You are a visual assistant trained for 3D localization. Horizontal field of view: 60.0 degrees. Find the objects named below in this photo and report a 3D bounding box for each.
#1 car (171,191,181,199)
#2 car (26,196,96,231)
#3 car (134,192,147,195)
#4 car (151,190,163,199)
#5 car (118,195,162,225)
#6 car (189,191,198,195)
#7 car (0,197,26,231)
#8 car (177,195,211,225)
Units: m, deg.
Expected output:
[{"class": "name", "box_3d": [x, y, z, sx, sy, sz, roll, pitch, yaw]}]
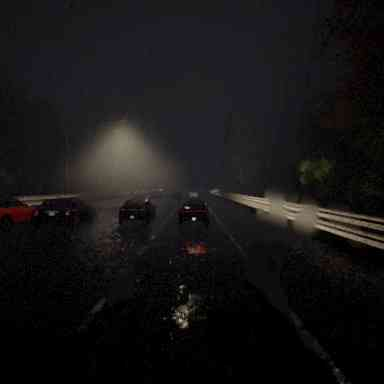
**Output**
[{"class": "car", "box_3d": [-3.141, 0.603, 64.727, 2.033, 1.411, 5.357, 0, 1, 0]}, {"class": "car", "box_3d": [-6.898, 1.078, 18.498, 2.097, 1.767, 4.553, 0, 1, 0]}, {"class": "car", "box_3d": [-10.135, 0.643, 65.753, 1.895, 1.301, 4.718, 0, 1, 0]}, {"class": "car", "box_3d": [-6.656, 0.429, 63.344, 2.097, 1.767, 4.553, 0, 1, 0]}, {"class": "car", "box_3d": [-3.388, 1.178, 21.295, 2.128, 1.511, 4.902, 0, 1, 0]}, {"class": "car", "box_3d": [0.362, 0.568, 65.606, 1.812, 1.442, 4.674, 0, 1, 0]}, {"class": "car", "box_3d": [-10.398, 1.078, 18.483, 2.097, 1.767, 4.553, 0, 1, 0]}, {"class": "car", "box_3d": [0.109, 1.195, 21.003, 1.837, 1.490, 4.892, 0, 1, 0]}]
